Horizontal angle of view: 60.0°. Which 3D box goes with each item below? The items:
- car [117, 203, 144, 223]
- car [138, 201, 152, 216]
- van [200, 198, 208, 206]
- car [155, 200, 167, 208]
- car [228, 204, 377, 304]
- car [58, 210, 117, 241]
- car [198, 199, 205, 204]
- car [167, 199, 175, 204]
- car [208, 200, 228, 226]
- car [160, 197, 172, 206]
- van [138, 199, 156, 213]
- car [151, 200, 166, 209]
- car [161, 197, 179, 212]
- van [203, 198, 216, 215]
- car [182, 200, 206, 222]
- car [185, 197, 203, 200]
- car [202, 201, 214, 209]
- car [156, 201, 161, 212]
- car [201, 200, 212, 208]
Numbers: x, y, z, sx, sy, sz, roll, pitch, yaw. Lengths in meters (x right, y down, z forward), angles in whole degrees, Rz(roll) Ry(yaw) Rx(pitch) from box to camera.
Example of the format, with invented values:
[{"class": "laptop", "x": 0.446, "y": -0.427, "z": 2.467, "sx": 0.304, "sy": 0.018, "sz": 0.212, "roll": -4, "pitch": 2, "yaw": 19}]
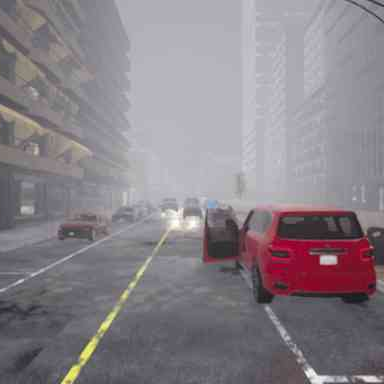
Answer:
[{"class": "car", "x": -5.687, "y": 1.888, "z": 29.077, "sx": 1.947, "sy": 1.339, "sz": 4.313, "roll": 1, "pitch": -1, "yaw": 0}, {"class": "car", "x": -5.688, "y": 1.935, "z": 34.647, "sx": 2.008, "sy": 1.369, "sz": 4.403, "roll": 1, "pitch": -1, "yaw": 0}, {"class": "van", "x": 2.684, "y": 2.161, "z": 73.637, "sx": 1.690, "sy": 1.788, "sz": 3.998, "roll": 1, "pitch": -1, "yaw": 0}, {"class": "car", "x": -5.696, "y": 2.219, "z": 62.324, "sx": 1.752, "sy": 1.417, "sz": 4.829, "roll": 1, "pitch": -1, "yaw": 0}, {"class": "car", "x": 2.393, "y": 1.316, "z": 8.519, "sx": 2.150, "sy": 2.045, "sz": 5.566, "roll": 0, "pitch": -1, "yaw": 0}, {"class": "car", "x": -5.683, "y": 1.744, "z": 17.939, "sx": 1.887, "sy": 1.381, "sz": 4.507, "roll": 1, "pitch": -1, "yaw": 0}, {"class": "car", "x": 2.676, "y": 2.538, "z": 90.512, "sx": 1.752, "sy": 1.417, "sz": 4.829, "roll": 1, "pitch": -1, "yaw": 0}, {"class": "car", "x": -5.705, "y": 2.556, "z": 90.340, "sx": 1.887, "sy": 1.381, "sz": 4.507, "roll": 1, "pitch": -1, "yaw": 0}, {"class": "car", "x": 2.696, "y": 1.762, "z": 29.080, "sx": 1.967, "sy": 1.590, "sz": 4.097, "roll": 1, "pitch": -1, "yaw": 0}, {"class": "car", "x": -5.696, "y": 2.136, "z": 73.635, "sx": 2.192, "sy": 1.841, "sz": 5.009, "roll": 1, "pitch": -1, "yaw": 0}, {"class": "van", "x": -5.686, "y": 1.788, "z": 40.219, "sx": 1.690, "sy": 1.788, "sz": 3.998, "roll": 1, "pitch": -1, "yaw": 0}, {"class": "car", "x": -5.694, "y": 2.184, "z": 56.923, "sx": 2.008, "sy": 1.369, "sz": 4.403, "roll": 1, "pitch": -1, "yaw": 0}, {"class": "car", "x": -3.027, "y": 1.741, "z": 46.350, "sx": 2.150, "sy": 2.045, "sz": 5.566, "roll": 0, "pitch": -1, "yaw": 0}, {"class": "van", "x": 2.692, "y": 1.849, "z": 45.790, "sx": 1.690, "sy": 1.788, "sz": 3.998, "roll": 1, "pitch": -1, "yaw": 0}, {"class": "car", "x": 0.059, "y": 1.862, "z": 33.462, "sx": 2.128, "sy": 1.511, "sz": 4.902, "roll": 0, "pitch": -1, "yaw": 0}, {"class": "car", "x": -0.011, "y": 1.714, "z": 44.335, "sx": 2.150, "sy": 2.045, "sz": 5.566, "roll": 0, "pitch": -1, "yaw": 0}, {"class": "car", "x": 2.685, "y": 2.214, "z": 56.925, "sx": 1.802, "sy": 1.307, "sz": 4.206, "roll": 1, "pitch": -1, "yaw": 0}, {"class": "car", "x": -5.691, "y": 2.032, "z": 45.616, "sx": 1.752, "sy": 1.417, "sz": 4.829, "roll": 1, "pitch": -1, "yaw": 0}, {"class": "car", "x": 2.684, "y": 2.222, "z": 62.664, "sx": 1.752, "sy": 1.417, "sz": 4.829, "roll": 1, "pitch": -1, "yaw": 0}]
